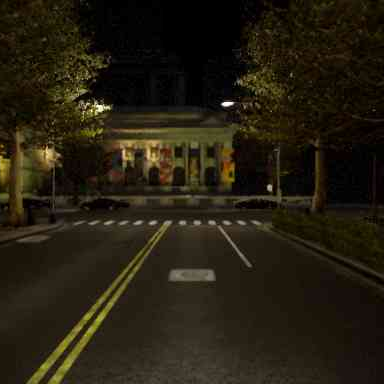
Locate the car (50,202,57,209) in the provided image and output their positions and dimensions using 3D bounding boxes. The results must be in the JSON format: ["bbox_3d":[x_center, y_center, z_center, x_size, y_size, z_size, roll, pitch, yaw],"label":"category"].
[{"bbox_3d":[-19.986,1.570,42.662,4.718,1.301,1.895,0,0,0],"label":"car"}]

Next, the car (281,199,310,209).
[{"bbox_3d":[12.425,1.566,42.469,4.718,1.301,1.895,0,0,0],"label":"car"}]

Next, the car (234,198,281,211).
[{"bbox_3d":[7.449,1.460,39.004,4.902,1.511,2.128,0,0,0],"label":"car"}]

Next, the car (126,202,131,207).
[{"bbox_3d":[-10.320,1.569,42.606,4.718,1.301,1.895,0,0,0],"label":"car"}]

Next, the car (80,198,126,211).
[{"bbox_3d":[-10.675,1.473,39.110,4.892,1.490,1.837,-1,0,0],"label":"car"}]

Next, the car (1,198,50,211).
[{"bbox_3d":[-19.854,1.477,39.161,4.892,1.490,1.837,0,0,0],"label":"car"}]
